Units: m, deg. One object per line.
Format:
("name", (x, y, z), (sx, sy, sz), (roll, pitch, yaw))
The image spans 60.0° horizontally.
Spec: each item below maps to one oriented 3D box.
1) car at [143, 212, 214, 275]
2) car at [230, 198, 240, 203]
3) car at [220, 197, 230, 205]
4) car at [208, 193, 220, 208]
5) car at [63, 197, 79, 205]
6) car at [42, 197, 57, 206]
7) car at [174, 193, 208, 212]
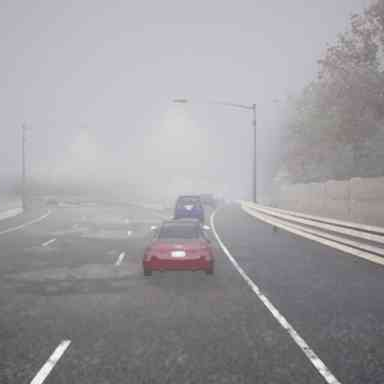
("car", (-0.387, 1.561, 10.543), (1.994, 1.385, 4.181), (0, 0, -1))
("car", (9.986, 2.228, 81.902), (1.895, 1.301, 4.718), (0, -3, 14))
("car", (5.081, 1.535, 60.277), (2.033, 1.411, 5.357), (0, -1, 13))
("car", (2.244, 1.197, 46.719), (2.150, 2.045, 5.566), (0, 0, 10))
("car", (-21.693, 1.612, 59.520), (1.994, 1.385, 4.181), (0, 0, -33))
("car", (-24.805, 1.563, 57.944), (1.837, 1.490, 4.892), (0, 0, -33))
("car", (-0.096, 1.212, 25.278), (2.150, 2.045, 5.566), (0, 0, 3))
